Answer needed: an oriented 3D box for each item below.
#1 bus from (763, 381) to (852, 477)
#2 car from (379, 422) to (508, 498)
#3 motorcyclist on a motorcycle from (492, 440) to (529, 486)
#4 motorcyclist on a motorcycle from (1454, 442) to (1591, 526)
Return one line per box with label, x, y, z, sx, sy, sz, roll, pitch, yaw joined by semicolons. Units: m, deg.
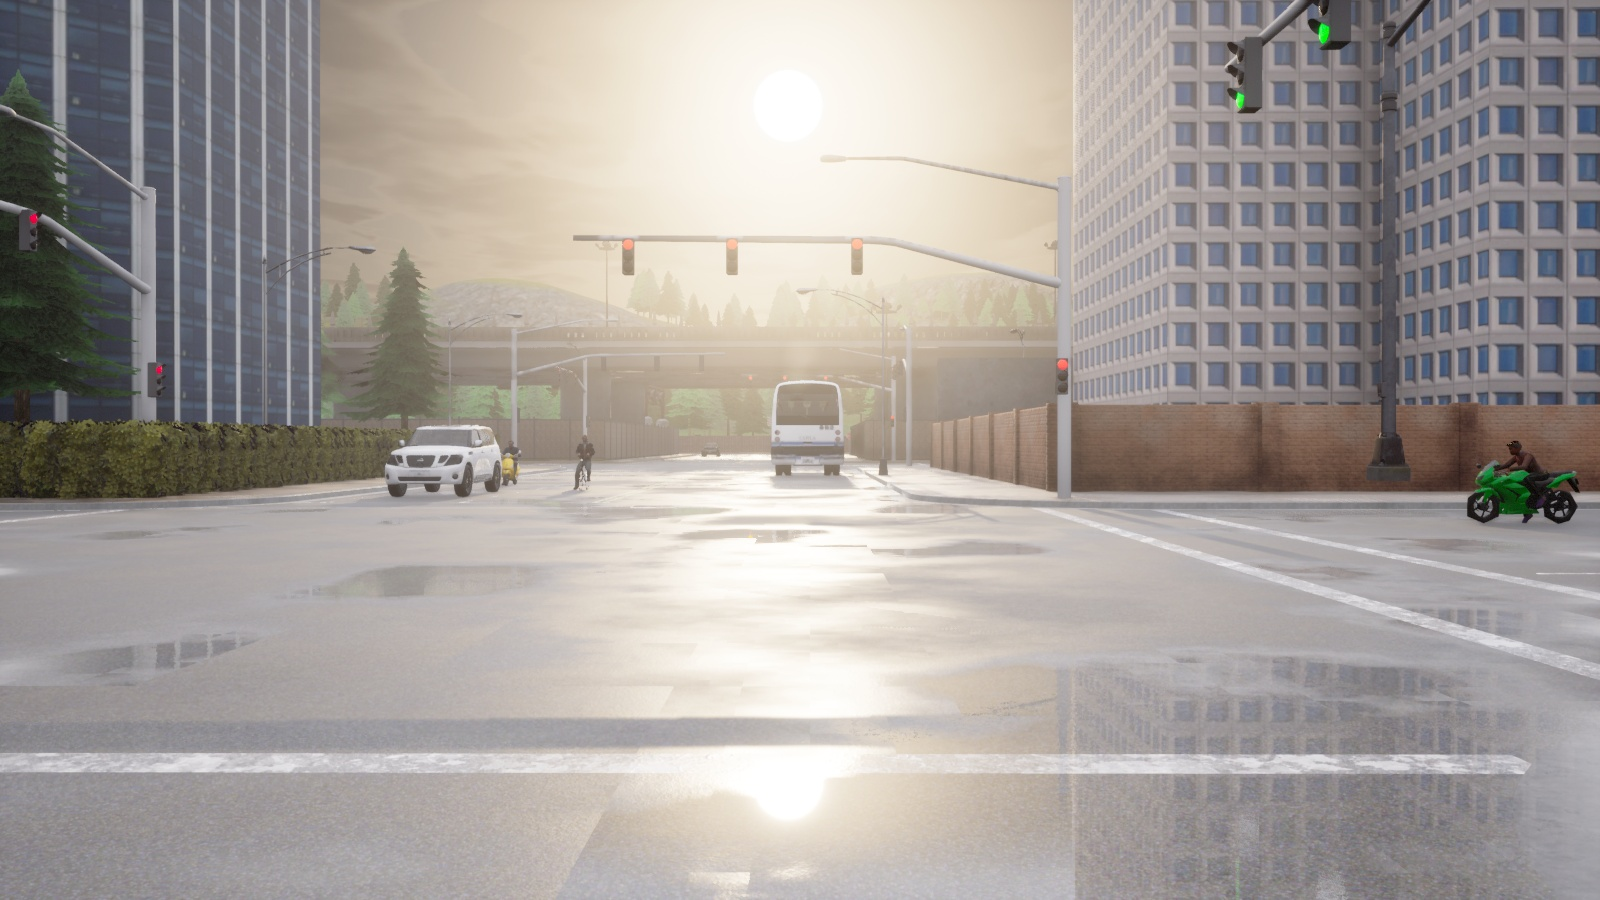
bus;0.368;-0.972;60.677;3.944;4.253;10.273;0;0;0
car;-10.274;0.250;36.693;2.150;2.045;5.566;0;0;0
motorcyclist on a motorcycle;-10.227;0.441;44.414;0.866;1.590;1.817;0;0;0
motorcyclist on a motorcycle;13.195;0.610;22.974;2.044;1.523;0.797;0;0;1
